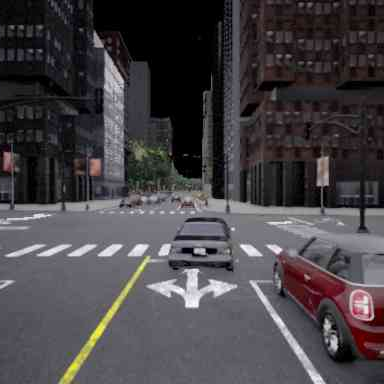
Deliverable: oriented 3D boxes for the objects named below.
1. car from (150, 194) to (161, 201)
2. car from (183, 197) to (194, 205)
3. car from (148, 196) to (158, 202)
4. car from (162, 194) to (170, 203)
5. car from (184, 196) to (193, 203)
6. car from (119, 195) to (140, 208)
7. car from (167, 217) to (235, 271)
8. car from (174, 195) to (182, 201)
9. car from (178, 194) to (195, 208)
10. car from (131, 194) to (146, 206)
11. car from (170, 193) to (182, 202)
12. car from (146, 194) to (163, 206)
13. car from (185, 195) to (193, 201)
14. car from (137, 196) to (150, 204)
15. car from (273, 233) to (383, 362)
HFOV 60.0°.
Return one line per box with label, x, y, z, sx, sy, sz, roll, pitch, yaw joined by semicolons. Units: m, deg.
car;-9.342;1.359;85.243;2.192;1.841;5.009;0;0;0
car;-0.653;1.575;58.159;1.802;1.307;4.206;0;0;0
car;-9.308;1.615;79.817;1.802;1.307;4.206;0;0;0
car;-6.499;1.558;72.556;2.033;1.411;5.357;0;0;0
car;-0.718;1.556;69.009;1.887;1.381;4.507;0;0;0
car;-9.113;1.542;47.262;1.947;1.339;4.313;0;0;0
car;0.424;1.541;10.920;2.033;1.411;5.357;0;0;5
car;-3.567;1.526;83.886;1.812;1.442;4.674;0;0;0
car;-0.588;1.416;47.310;1.967;1.590;4.097;0;0;0
car;-9.146;1.300;52.688;2.192;1.841;5.009;0;0;0
car;-3.507;1.374;73.848;2.097;1.767;4.553;0;0;0
car;-6.459;1.516;56.520;1.812;1.442;4.674;0;0;0
car;-0.849;1.496;90.709;1.967;1.590;4.097;0;0;0
car;-9.209;1.527;63.369;1.752;1.417;4.829;0;0;0
car;2.763;1.436;5.916;1.967;1.590;4.097;0;0;0
